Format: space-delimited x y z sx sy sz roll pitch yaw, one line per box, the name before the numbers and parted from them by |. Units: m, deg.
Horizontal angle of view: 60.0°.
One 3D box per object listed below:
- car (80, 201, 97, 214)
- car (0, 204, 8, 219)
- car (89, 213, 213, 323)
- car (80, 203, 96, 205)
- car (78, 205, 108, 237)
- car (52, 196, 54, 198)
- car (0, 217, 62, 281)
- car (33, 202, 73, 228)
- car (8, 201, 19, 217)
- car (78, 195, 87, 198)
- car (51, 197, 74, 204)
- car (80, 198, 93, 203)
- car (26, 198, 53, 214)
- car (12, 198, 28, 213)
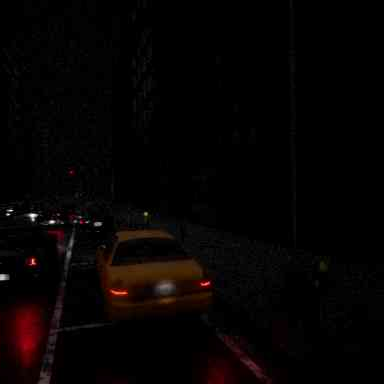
car | -12.261 1.782 39.219 1.802 1.307 4.206 -1 0 -19
car | -16.431 1.798 26.412 2.008 1.369 4.403 -1 0 -19
car | -1.221 1.479 7.501 1.801 1.575 5.366 -1 0 -19
car | -7.100 1.686 23.822 1.947 1.339 4.313 -1 0 -19
car | -5.379 1.657 18.690 1.947 1.339 4.313 -1 0 -19
car | -31.737 2.022 72.071 1.887 1.381 4.507 -1 0 -19
car | -5.050 1.677 9.720 1.895 1.301 4.718 -1 0 -19
car | -9.574 1.656 23.210 1.837 1.490 4.892 -1 -1 -18
car | -18.152 1.824 31.545 2.008 1.369 4.403 -1 0 -19
car | -27.595 1.868 84.957 1.967 1.590 4.097 -1 0 -19
car | -14.967 1.714 38.992 1.882 1.535 5.008 -1 0 -19
car | -10.595 1.700 34.248 1.752 1.417 4.829 -1 0 -19
car | -18.409 1.830 40.538 2.033 1.411 5.357 -1 0 -18
car | -21.596 1.641 41.808 2.192 1.841 5.009 -1 0 -19
